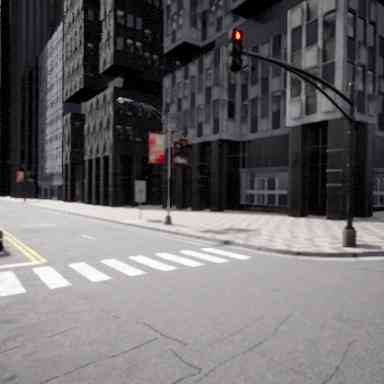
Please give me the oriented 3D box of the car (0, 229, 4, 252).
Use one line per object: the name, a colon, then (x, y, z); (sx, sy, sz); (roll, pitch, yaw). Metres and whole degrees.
car: (-8.946, 1.635, 13.531); (1.895, 1.301, 4.718); (0, 0, -36)
